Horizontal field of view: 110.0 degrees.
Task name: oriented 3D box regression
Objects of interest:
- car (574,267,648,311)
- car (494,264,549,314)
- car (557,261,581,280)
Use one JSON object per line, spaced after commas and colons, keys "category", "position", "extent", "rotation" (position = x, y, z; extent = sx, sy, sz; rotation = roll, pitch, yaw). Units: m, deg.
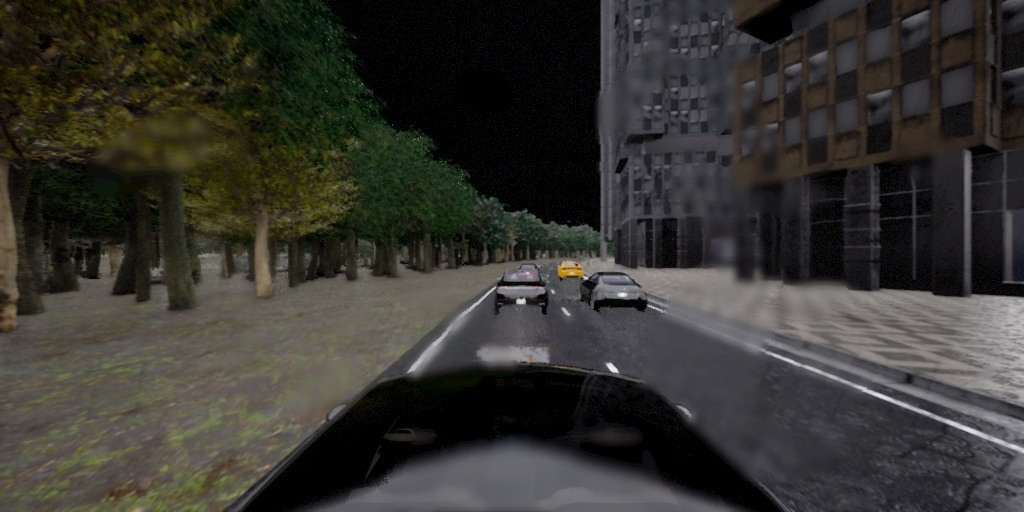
{"category": "car", "position": [3.918, 1.318, 14.467], "extent": [1.994, 1.385, 4.181], "rotation": [0, 0, 2]}
{"category": "car", "position": [0.382, 1.242, 13.834], "extent": [2.128, 1.511, 4.902], "rotation": [0, 0, 2]}
{"category": "car", "position": [4.991, 1.220, 31.032], "extent": [1.882, 1.535, 5.008], "rotation": [0, 0, 5]}
